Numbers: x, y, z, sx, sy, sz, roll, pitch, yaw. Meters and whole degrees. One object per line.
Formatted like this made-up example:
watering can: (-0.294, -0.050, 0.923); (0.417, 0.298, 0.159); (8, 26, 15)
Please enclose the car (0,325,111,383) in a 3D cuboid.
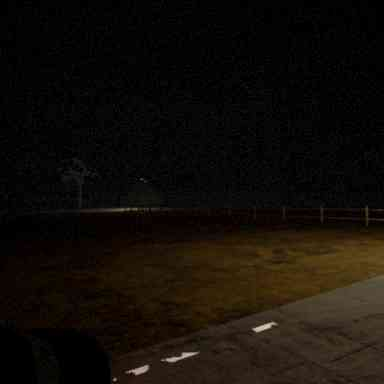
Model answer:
car: (-2.649, 1.516, 1.177); (4.892, 1.490, 1.837); (0, 0, -35)
